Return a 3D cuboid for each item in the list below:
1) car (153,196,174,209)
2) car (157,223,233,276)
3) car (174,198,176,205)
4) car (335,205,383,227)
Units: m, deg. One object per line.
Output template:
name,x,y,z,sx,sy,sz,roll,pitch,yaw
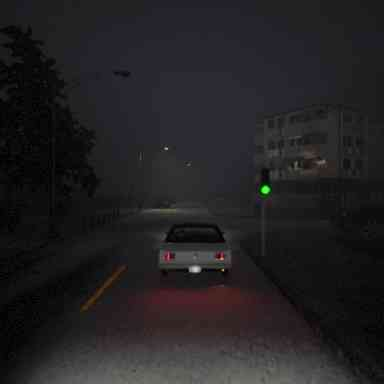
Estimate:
car,-4.075,1.389,45.697,2.097,1.767,4.553,0,0,0
car,0.089,1.609,10.370,1.895,1.301,4.718,0,0,0
car,-4.010,1.598,62.653,2.033,1.411,5.357,0,0,1
car,12.546,1.565,22.339,5.357,1.411,2.033,0,0,5
